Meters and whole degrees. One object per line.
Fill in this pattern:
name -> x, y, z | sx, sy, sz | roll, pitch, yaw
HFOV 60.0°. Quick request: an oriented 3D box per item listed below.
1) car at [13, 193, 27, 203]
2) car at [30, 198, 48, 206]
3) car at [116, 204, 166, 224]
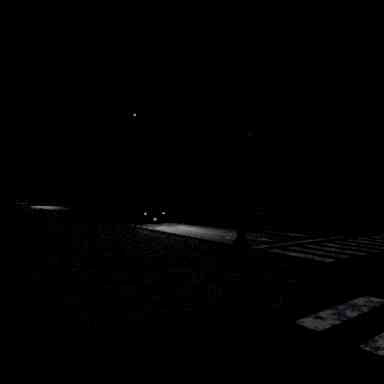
car -> -35.780, 1.217, 69.056 | 2.150, 2.045, 5.566 | 1, 0, -36
car -> -24.623, 1.571, 53.514 | 1.895, 1.301, 4.718 | 1, 0, -36
car -> -3.804, 1.552, 24.524 | 1.895, 1.301, 4.718 | 1, 0, -36
